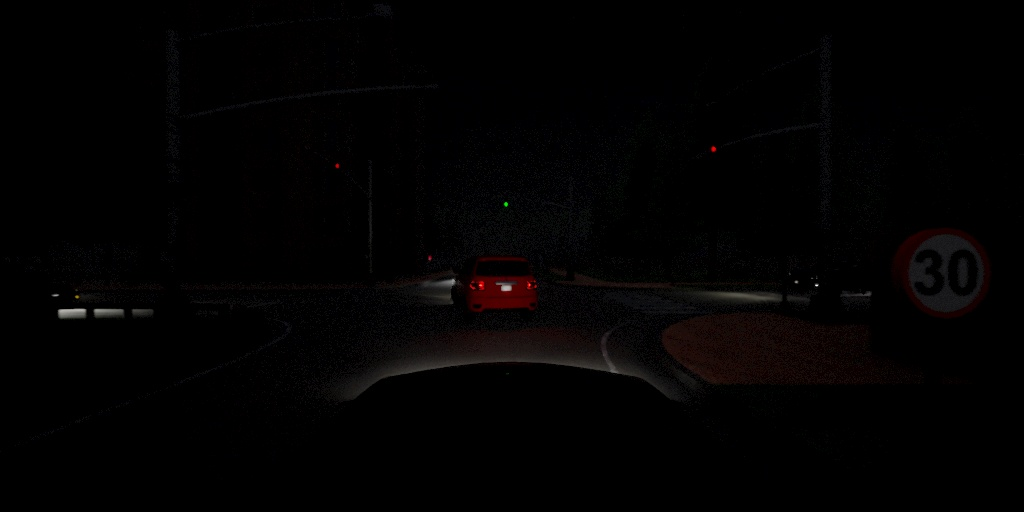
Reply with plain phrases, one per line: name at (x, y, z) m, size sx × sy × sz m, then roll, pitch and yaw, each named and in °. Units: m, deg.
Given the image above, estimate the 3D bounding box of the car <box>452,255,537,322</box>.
car at (-0.785, 0.982, 12.601) m, size 2.150 × 2.045 × 5.566 m, roll 0°, pitch 0°, yaw -14°

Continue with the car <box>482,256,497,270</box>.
car at (-3.501, 1.042, 56.706) m, size 2.150 × 2.045 × 5.566 m, roll 0°, pitch 0°, yaw 0°

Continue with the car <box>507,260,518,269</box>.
car at (0.087, 1.347, 57.964) m, size 1.812 × 1.442 × 4.674 m, roll 0°, pitch 0°, yaw 0°

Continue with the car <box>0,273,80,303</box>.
car at (-19.579, 1.345, 13.788) m, size 4.181 × 1.385 × 1.994 m, roll 0°, pitch 0°, yaw -1°

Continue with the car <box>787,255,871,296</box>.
car at (17.314, 0.979, 18.413) m, size 5.566 × 2.045 × 2.150 m, roll 0°, pitch 0°, yaw -1°

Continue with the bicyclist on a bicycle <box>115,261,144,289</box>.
bicyclist on a bicycle at (-22.626, 1.093, 21.232) m, size 0.582 × 1.620 × 1.656 m, roll 0°, pitch 0°, yaw -1°
